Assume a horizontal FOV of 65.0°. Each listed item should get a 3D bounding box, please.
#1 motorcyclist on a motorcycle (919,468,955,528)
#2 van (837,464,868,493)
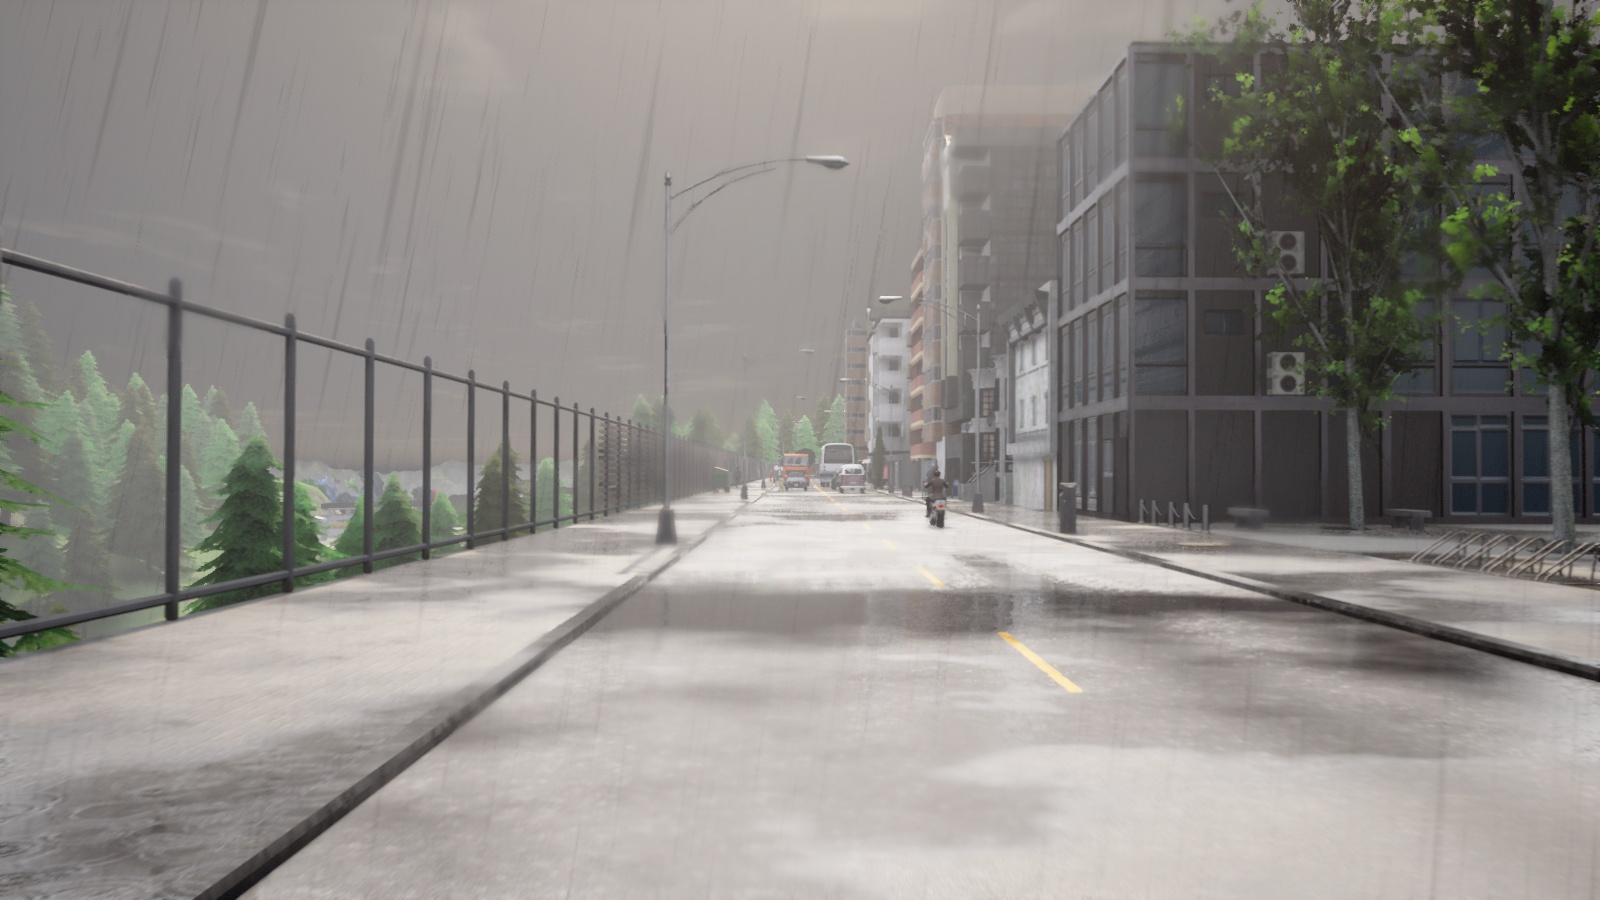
[{"bbox_3d":[3.897,1.352,35.981,0.766,1.649,2.350,0,-1,0],"label":"motorcyclist on a motorcycle"},{"bbox_3d":[3.745,2.037,90.455,2.069,2.038,4.480,0,-1,0],"label":"van"}]
